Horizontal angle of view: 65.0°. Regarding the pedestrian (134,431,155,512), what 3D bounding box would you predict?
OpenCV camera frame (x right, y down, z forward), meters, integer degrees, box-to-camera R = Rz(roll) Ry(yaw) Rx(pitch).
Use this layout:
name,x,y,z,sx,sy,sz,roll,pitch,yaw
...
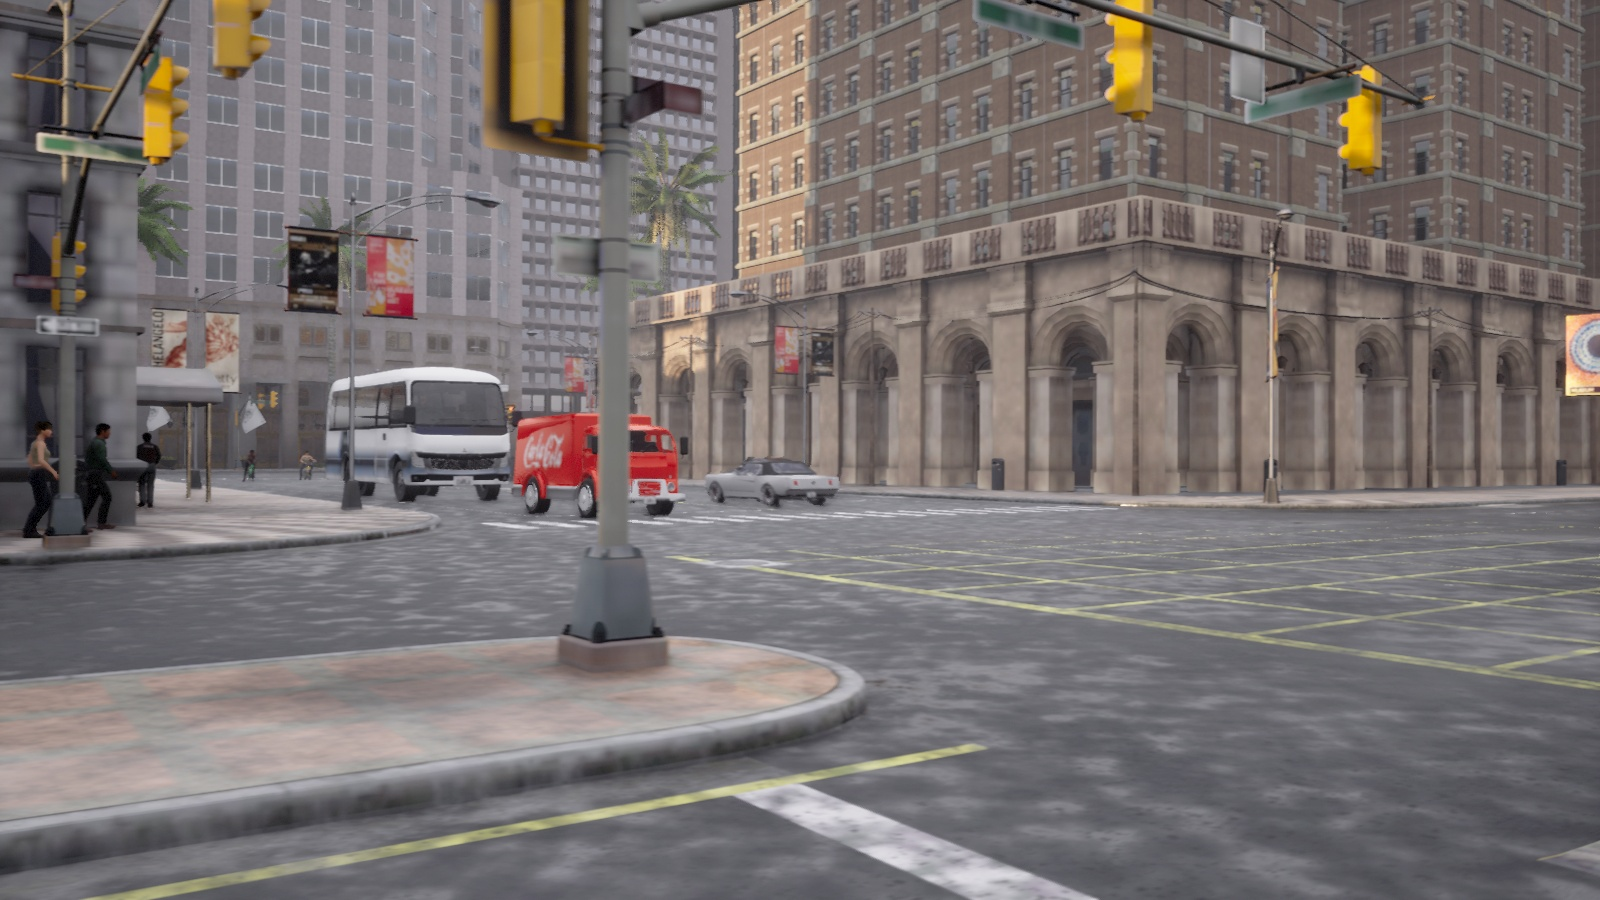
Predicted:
name,x,y,z,sx,sy,sz,roll,pitch,yaw
pedestrian,-15.827,0.517,30.317,0.402,1.930,0.666,0,0,-32

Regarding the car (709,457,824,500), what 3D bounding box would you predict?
name,x,y,z,sx,sy,sz,roll,pitch,yaw
car,-1.203,0.960,43.589,1.994,1.385,4.181,0,0,-36

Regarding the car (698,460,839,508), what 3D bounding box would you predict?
name,x,y,z,sx,sy,sz,roll,pitch,yaw
car,-1.014,0.974,37.279,1.895,1.301,4.718,0,0,-35

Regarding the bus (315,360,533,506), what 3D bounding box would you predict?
name,x,y,z,sx,sy,sz,roll,pitch,yaw
bus,-12.784,-0.473,41.799,3.944,4.253,10.273,0,0,-35

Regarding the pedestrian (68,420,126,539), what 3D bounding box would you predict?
name,x,y,z,sx,sy,sz,roll,pitch,yaw
pedestrian,-11.660,0.481,20.832,0.788,1.949,0.423,0,0,-35

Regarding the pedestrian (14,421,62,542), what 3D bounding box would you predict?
name,x,y,z,sx,sy,sz,roll,pitch,yaw
pedestrian,-11.777,0.476,19.412,0.594,1.836,0.345,0,0,-37

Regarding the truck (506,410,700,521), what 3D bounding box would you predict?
name,x,y,z,sx,sy,sz,roll,pitch,yaw
truck,-4.933,0.386,30.707,2.627,2.467,5.204,0,-1,-35
